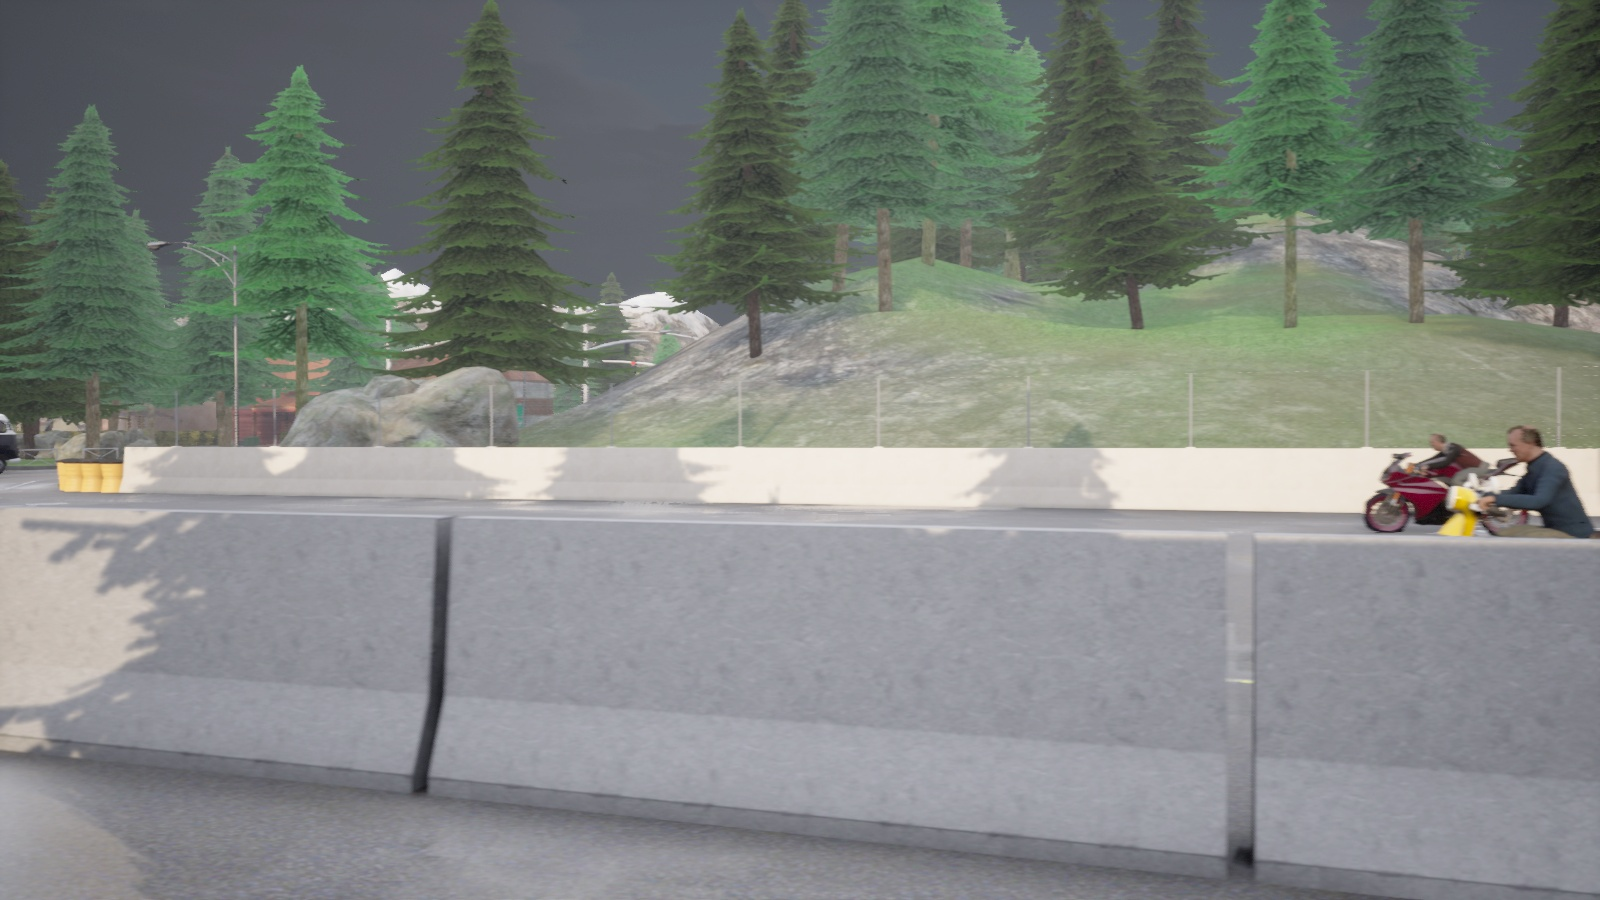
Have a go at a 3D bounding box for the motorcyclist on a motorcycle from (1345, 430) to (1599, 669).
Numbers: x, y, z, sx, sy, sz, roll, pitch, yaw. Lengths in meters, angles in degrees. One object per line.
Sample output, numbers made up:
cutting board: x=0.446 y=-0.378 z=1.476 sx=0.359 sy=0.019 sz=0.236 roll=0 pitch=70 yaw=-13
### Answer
motorcyclist on a motorcycle: x=4.906 y=0.656 z=8.927 sx=1.817 sy=1.590 sz=0.866 roll=0 pitch=1 yaw=19

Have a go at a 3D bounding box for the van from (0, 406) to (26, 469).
van: x=-27.570 y=-0.370 z=40.126 sx=2.069 sy=2.038 sz=4.480 roll=0 pitch=2 yaw=19

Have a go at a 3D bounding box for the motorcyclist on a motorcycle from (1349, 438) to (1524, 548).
motorcyclist on a motorcycle: x=9.329 y=0.600 z=18.517 sx=2.191 sy=1.530 sz=0.866 roll=1 pitch=1 yaw=19
